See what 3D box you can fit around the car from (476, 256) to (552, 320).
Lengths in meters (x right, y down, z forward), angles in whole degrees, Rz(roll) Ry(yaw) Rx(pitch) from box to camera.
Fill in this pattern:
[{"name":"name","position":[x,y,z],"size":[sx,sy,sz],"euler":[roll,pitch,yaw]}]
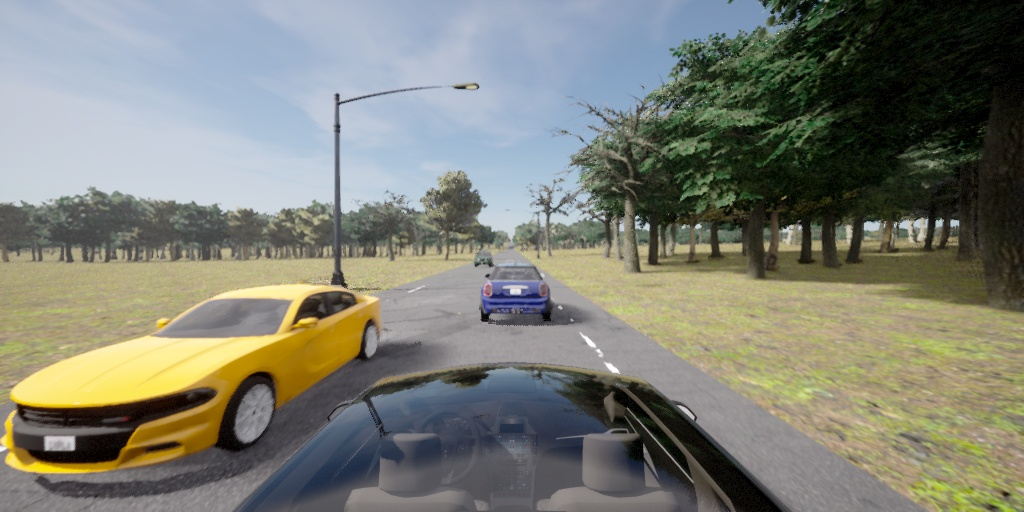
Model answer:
[{"name":"car","position":[0.104,1.007,12.261],"size":[2.097,1.767,4.553],"euler":[0,0,0]}]

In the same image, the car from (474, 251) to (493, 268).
[{"name":"car","position":[-3.573,0.374,45.609],"size":[2.150,2.045,5.566],"euler":[0,1,0]}]

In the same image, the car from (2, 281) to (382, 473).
[{"name":"car","position":[-3.599,1.201,5.349],"size":[1.882,1.535,5.008],"euler":[0,0,0]}]
